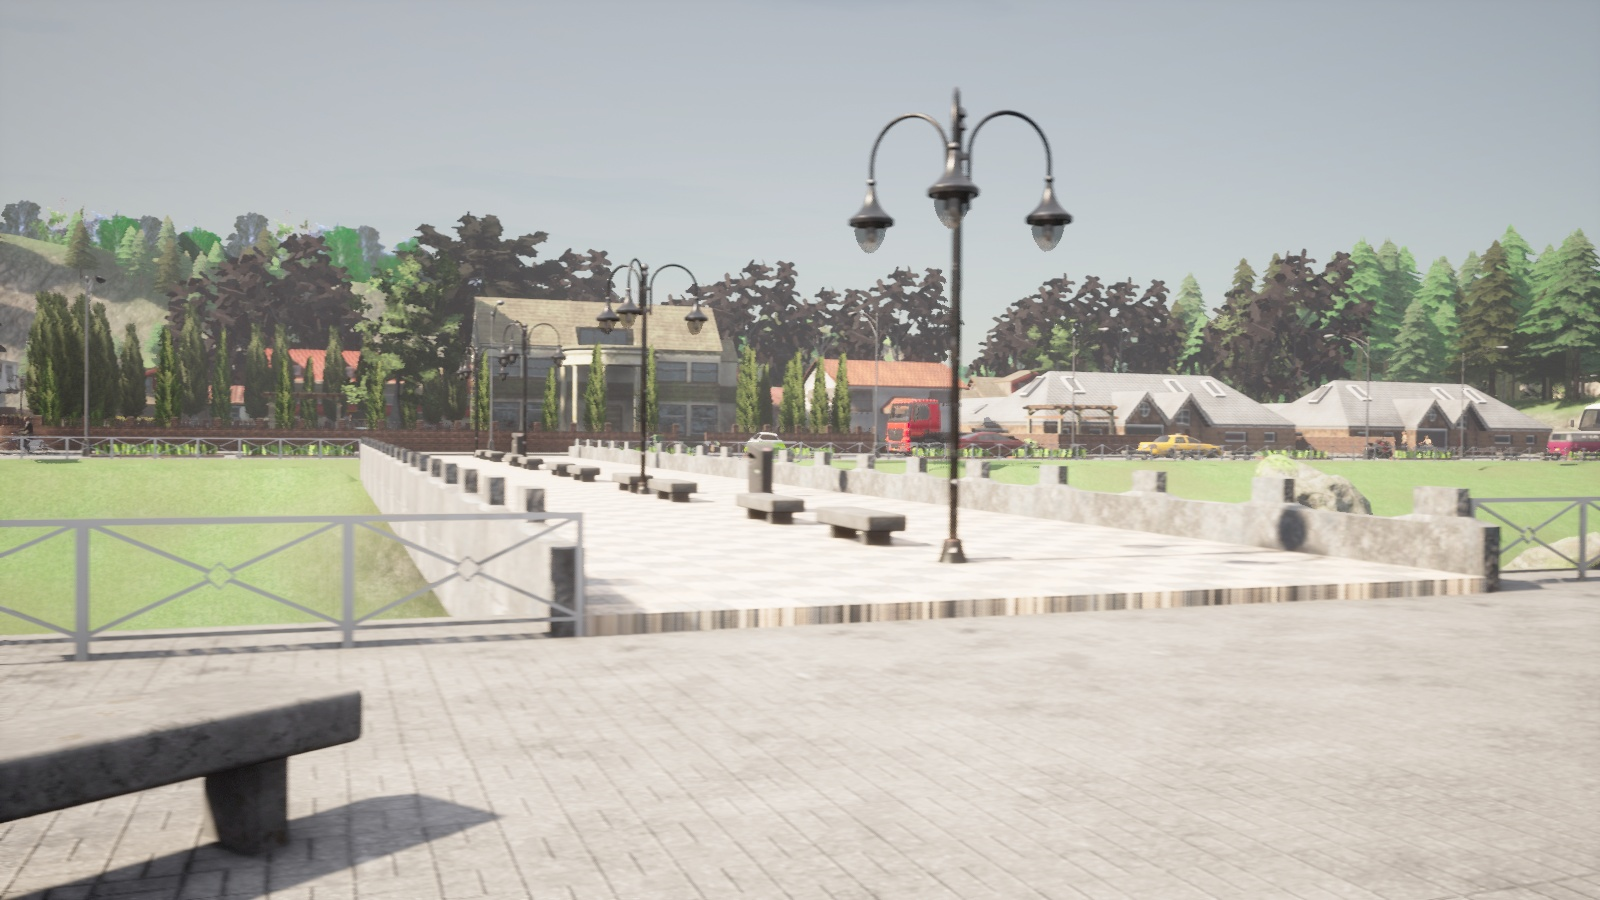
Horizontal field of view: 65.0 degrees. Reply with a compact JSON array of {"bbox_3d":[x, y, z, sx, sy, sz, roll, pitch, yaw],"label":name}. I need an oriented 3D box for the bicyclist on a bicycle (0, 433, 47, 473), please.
[{"bbox_3d":[-34.988,0.128,56.462,1.843,1.776,0.659,-1,1,-21],"label":"bicyclist on a bicycle"}]

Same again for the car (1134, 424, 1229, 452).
[{"bbox_3d":[22.514,-0.710,74.008,5.366,1.575,1.801,-1,1,-21],"label":"car"}]

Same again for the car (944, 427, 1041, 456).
[{"bbox_3d":[10.675,-0.471,69.516,5.008,1.535,1.882,-1,1,-21],"label":"car"}]

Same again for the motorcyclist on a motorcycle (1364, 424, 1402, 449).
[{"bbox_3d":[36.873,-0.858,79.458,2.191,1.530,0.866,-1,1,-21],"label":"motorcyclist on a motorcycle"}]

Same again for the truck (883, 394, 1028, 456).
[{"bbox_3d":[9.075,-1.473,73.177,7.936,3.462,2.891,-1,1,-21],"label":"truck"}]

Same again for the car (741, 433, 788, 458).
[{"bbox_3d":[-1.947,-0.249,69.005,2.207,1.376,1.481,-1,1,-21],"label":"car"}]
